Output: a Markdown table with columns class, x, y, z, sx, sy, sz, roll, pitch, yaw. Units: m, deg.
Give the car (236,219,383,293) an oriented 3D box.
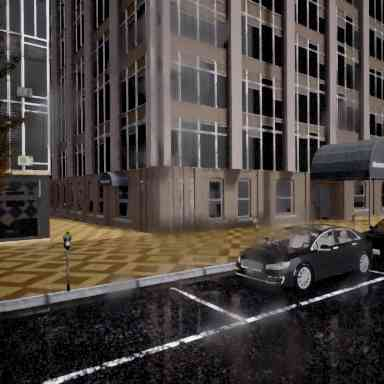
| class | x | y | z | sx | sy | sz | roll | pitch | yaw |
| --- | --- | --- | --- | --- | --- | --- | --- | --- | --- |
| car | 3.091 | 1.549 | 8.784 | 4.403 | 1.369 | 2.008 | 0 | -1 | -36 |
